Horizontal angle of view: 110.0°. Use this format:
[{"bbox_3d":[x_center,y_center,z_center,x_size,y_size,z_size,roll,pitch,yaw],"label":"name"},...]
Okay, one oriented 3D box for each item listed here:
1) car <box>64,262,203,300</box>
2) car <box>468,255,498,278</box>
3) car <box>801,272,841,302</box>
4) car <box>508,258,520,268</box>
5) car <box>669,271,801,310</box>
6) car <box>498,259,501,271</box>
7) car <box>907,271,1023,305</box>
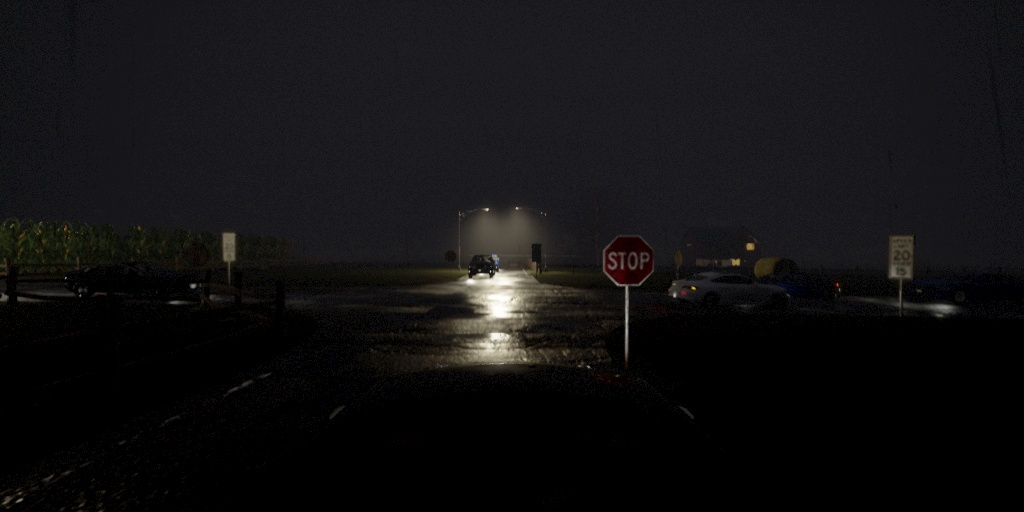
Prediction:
[{"bbox_3d":[-16.329,1.013,15.626,4.902,1.511,2.128,1,1,0],"label":"car"},{"bbox_3d":[-2.729,0.894,33.333,2.150,2.045,5.566,0,0,0],"label":"car"},{"bbox_3d":[13.710,1.462,17.905,4.181,1.385,1.994,1,1,1],"label":"car"},{"bbox_3d":[0.313,1.115,58.628,1.837,1.490,4.892,0,0,0],"label":"car"},{"bbox_3d":[9.005,1.406,14.991,4.674,1.442,1.812,1,0,-6],"label":"car"},{"bbox_3d":[-2.687,0.868,43.695,2.150,2.045,5.566,0,0,0],"label":"car"},{"bbox_3d":[22.700,1.507,17.720,5.008,1.535,1.882,1,1,1],"label":"car"}]
